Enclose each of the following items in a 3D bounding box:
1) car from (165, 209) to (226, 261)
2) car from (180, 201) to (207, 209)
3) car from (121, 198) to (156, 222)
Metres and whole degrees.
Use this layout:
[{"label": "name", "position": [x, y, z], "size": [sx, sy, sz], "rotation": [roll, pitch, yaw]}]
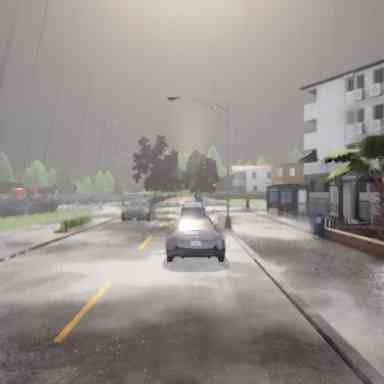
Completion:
[{"label": "car", "position": [0.101, 1.537, 12.181], "size": [1.994, 1.385, 4.181], "rotation": [0, 0, -1]}, {"label": "car", "position": [0.088, 1.423, 25.105], "size": [1.882, 1.535, 5.008], "rotation": [0, 0, 0]}, {"label": "car", "position": [-4.012, 1.296, 25.463], "size": [2.097, 1.767, 4.553], "rotation": [0, 0, 0]}]
